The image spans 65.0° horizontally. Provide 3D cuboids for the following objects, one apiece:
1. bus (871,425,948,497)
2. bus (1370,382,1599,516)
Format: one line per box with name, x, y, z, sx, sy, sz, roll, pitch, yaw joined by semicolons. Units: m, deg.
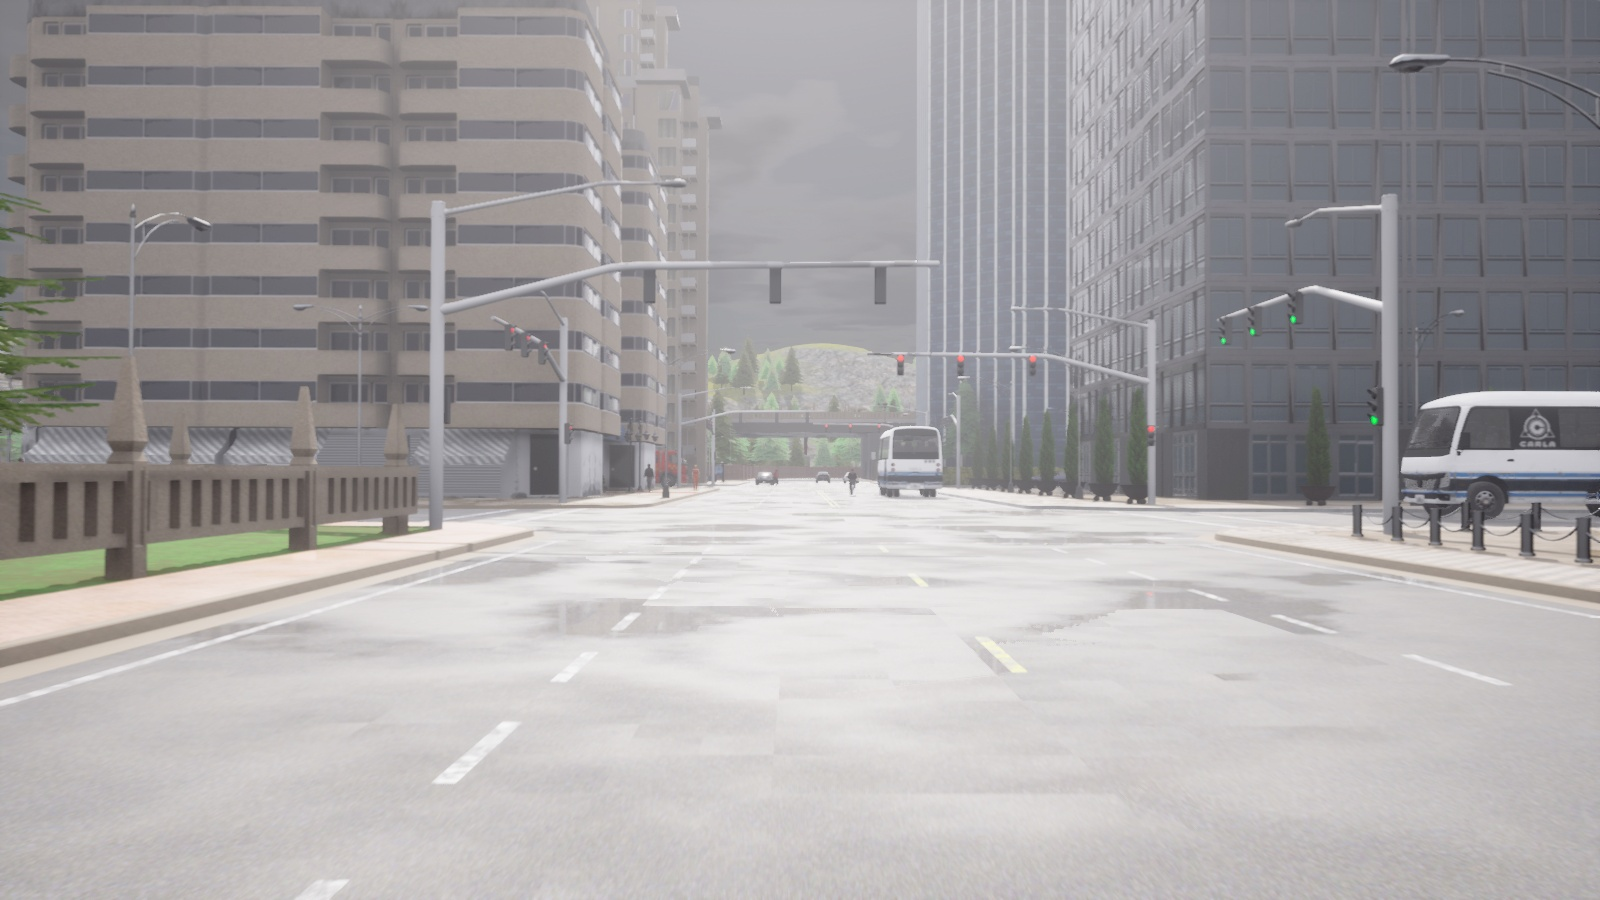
bus;6.804;0.746;79.731;3.944;4.253;10.273;0;-1;0
bus;25.124;-0.014;42.034;10.273;4.253;3.944;0;-1;0
